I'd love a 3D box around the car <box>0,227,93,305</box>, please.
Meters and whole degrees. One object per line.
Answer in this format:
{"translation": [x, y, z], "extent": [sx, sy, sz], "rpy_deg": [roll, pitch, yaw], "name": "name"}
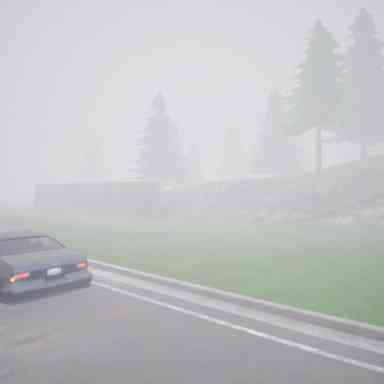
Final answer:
{"translation": [-4.533, 1.567, 8.001], "extent": [5.357, 1.411, 2.033], "rpy_deg": [0, 0, 41], "name": "car"}
